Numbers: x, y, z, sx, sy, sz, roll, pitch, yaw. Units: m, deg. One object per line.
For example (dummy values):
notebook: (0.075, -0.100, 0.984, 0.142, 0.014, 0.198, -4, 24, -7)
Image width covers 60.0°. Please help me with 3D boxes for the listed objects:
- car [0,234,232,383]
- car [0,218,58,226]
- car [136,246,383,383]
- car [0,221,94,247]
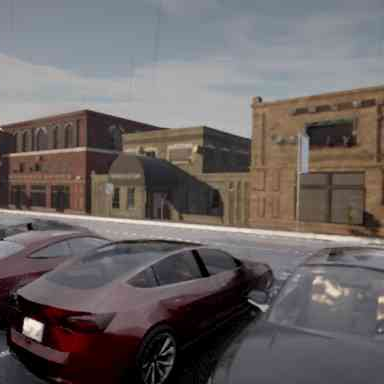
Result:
car: (-0.314, 1.490, 5.405, 2.163, 1.488, 4.792, 0, 0, 35)
car: (-4.881, 1.458, 8.587, 2.163, 1.488, 4.792, 0, 0, 35)
car: (1.940, 1.478, 3.771, 2.231, 1.521, 4.892, 0, 0, 35)
car: (-2.599, 1.484, 6.994, 2.002, 1.452, 4.674, 0, 0, 35)
